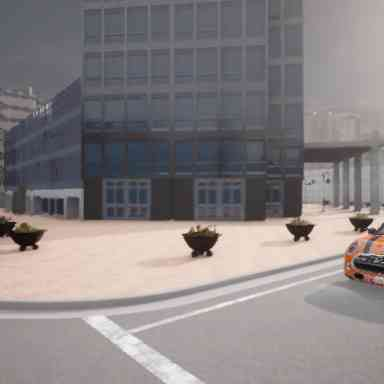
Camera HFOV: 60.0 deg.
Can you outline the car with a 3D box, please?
[{"bbox_3d":[5.965,1.383,8.788,4.553,1.767,2.097,0,0,-38],"label":"car"}]
